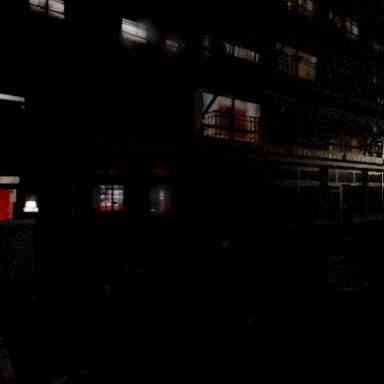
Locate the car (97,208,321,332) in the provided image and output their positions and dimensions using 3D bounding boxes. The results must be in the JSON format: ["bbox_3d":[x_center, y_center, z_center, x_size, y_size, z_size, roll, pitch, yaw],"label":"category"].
[{"bbox_3d":[0.641,1.314,7.019,5.009,1.841,2.192,0,0,-36],"label":"car"}]
